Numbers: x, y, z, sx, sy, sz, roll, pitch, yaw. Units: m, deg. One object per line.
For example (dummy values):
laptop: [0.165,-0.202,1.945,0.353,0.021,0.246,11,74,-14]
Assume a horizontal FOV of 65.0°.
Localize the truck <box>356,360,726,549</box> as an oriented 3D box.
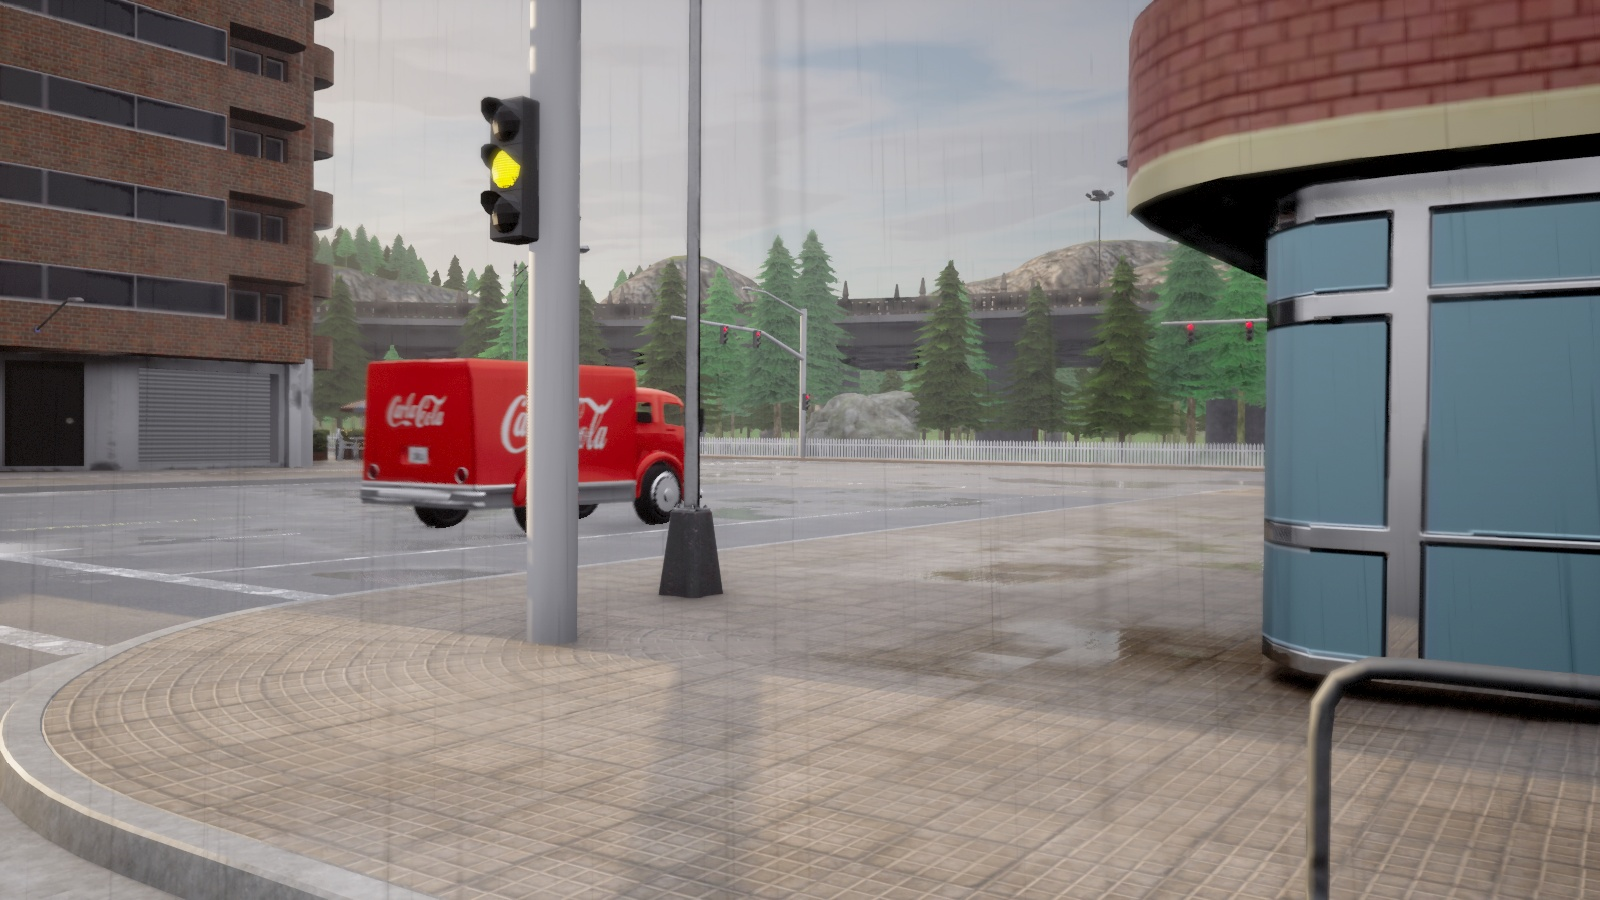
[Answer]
truck: [-3.773,0.015,19.325,2.627,2.467,5.204,0,1,34]
